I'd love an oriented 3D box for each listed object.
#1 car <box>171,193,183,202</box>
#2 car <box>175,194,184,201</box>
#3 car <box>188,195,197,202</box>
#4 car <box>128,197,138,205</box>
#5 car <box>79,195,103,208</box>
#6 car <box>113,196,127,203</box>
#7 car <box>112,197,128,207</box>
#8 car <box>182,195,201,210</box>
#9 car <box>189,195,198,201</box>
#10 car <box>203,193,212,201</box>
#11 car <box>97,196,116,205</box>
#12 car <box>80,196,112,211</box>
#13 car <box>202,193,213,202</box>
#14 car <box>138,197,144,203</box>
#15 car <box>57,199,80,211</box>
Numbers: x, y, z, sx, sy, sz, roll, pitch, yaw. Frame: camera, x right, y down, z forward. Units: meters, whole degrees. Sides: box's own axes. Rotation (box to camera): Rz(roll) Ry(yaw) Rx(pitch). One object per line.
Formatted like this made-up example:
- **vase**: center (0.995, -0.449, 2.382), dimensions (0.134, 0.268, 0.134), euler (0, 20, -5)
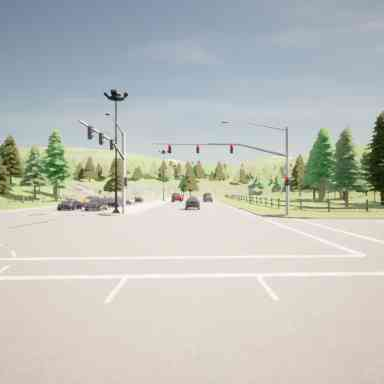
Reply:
- **car**: center (-3.361, 1.220, 73.773), dimensions (2.150, 2.045, 5.566), euler (0, 0, 1)
- **car**: center (-3.123, 1.419, 84.518), dimensions (1.882, 1.535, 5.008), euler (0, 0, 2)
- **car**: center (0.143, 1.475, 74.151), dimensions (1.882, 1.535, 5.008), euler (0, 0, 1)
- **car**: center (-11.495, 1.600, 59.664), dimensions (1.895, 1.301, 4.718), euler (0, 0, 1)
- **car**: center (-15.025, 1.352, 49.684), dimensions (2.097, 1.767, 4.553), euler (0, 0, 0)
- **car**: center (-14.902, 1.595, 68.705), dimensions (1.895, 1.301, 4.718), euler (0, 0, 0)
- **car**: center (-11.529, 1.547, 50.079), dimensions (2.033, 1.411, 5.357), euler (0, 0, 0)
- **car**: center (0.060, 1.504, 43.132), dimensions (1.837, 1.490, 4.892), euler (0, 0, 0)
- **car**: center (0.375, 1.466, 84.421), dimensions (2.128, 1.511, 4.902), euler (0, 0, 2)
- **car**: center (3.875, 1.166, 84.354), dimensions (2.150, 2.045, 5.566), euler (0, 0, 2)
- **car**: center (-14.991, 1.491, 58.563), dimensions (2.128, 1.511, 4.902), euler (0, 0, 0)
- **car**: center (-11.543, 1.505, 40.341), dimensions (1.837, 1.490, 4.892), euler (0, 0, 0)
- **car**: center (3.639, 1.536, 73.730), dimensions (2.033, 1.411, 5.357), euler (0, 0, 1)
- **car**: center (-11.400, 1.595, 69.856), dimensions (1.895, 1.301, 4.718), euler (0, 0, 0)
- **car**: center (-15.031, 1.564, 41.177), dimensions (1.994, 1.385, 4.181), euler (0, 0, 1)
